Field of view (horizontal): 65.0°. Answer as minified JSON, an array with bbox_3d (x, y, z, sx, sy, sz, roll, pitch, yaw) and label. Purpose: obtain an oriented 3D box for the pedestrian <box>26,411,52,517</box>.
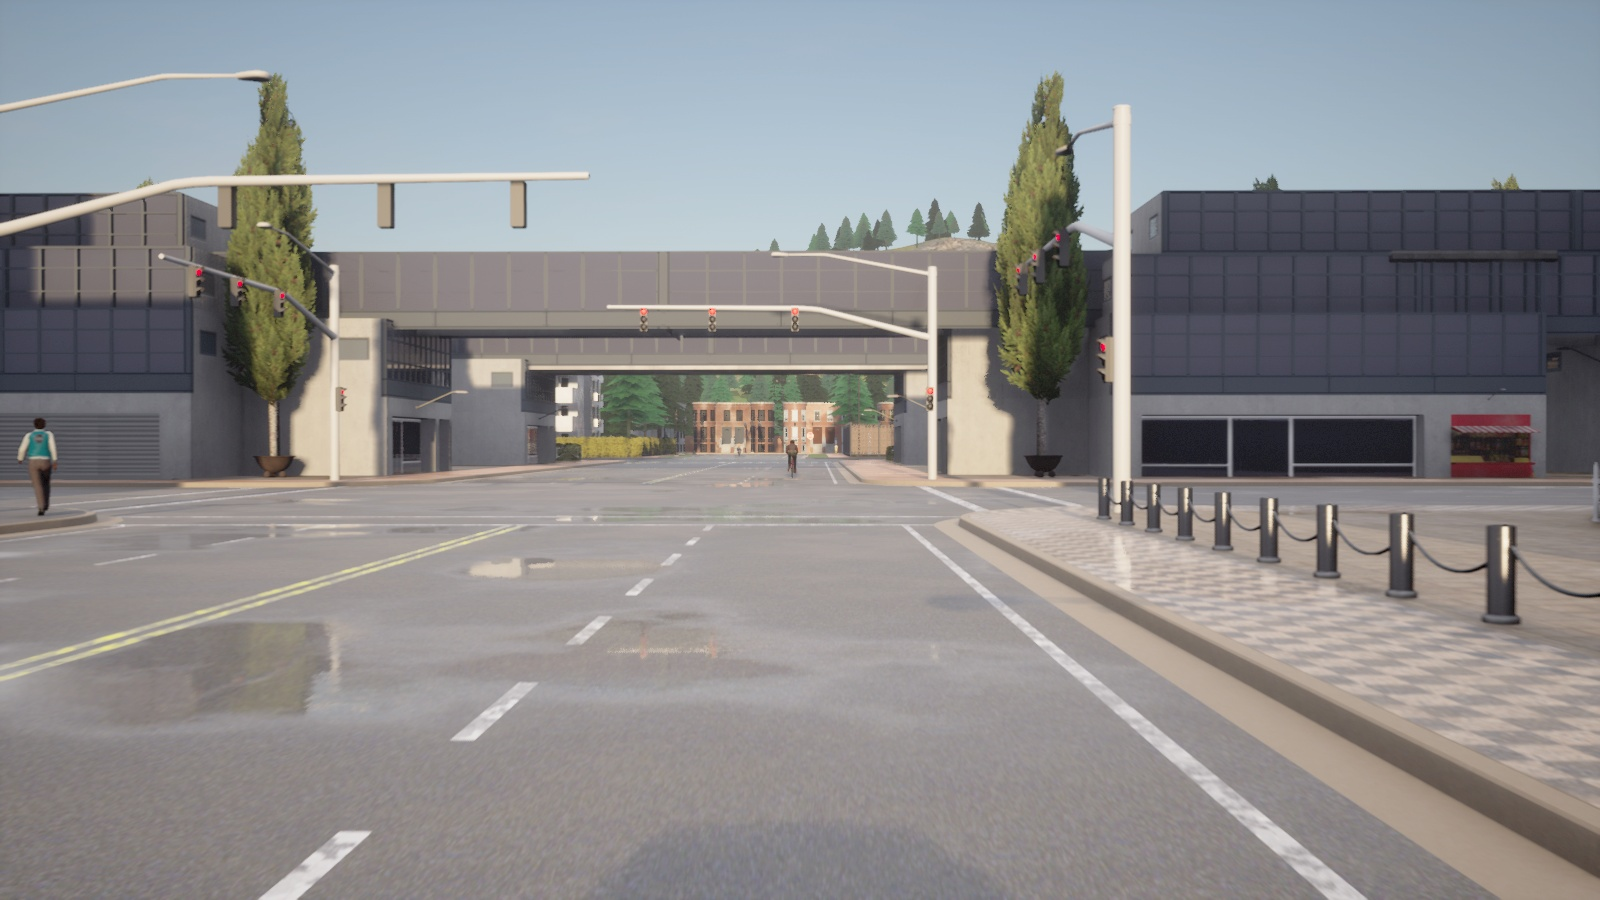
[{"bbox_3d":[-14.134,0.257,23.323,0.396,1.930,0.692,0,0,-32],"label":"pedestrian"}]
